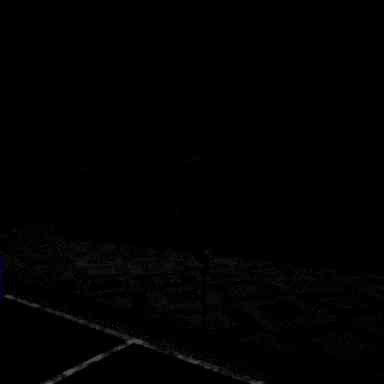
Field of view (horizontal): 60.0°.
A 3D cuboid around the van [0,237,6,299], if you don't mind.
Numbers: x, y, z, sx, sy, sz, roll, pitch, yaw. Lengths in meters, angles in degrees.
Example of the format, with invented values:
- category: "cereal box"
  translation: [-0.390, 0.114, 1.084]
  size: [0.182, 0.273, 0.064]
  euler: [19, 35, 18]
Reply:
- category: "van"
  translation: [-5.437, 1.417, 6.731]
  size: [3.998, 1.788, 1.690]
  euler: [-1, -1, 35]
